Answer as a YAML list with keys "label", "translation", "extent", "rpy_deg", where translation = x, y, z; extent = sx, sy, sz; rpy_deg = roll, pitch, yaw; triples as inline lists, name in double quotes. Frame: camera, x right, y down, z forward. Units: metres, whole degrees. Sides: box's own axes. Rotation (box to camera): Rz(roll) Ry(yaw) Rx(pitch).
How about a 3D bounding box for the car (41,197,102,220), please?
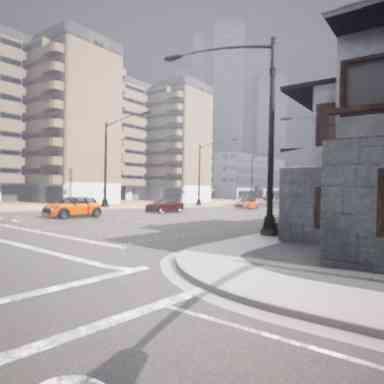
- label: "car"
  translation: [-9.451, 1.153, 26.319]
  extent: [2.097, 1.767, 4.553]
  rpy_deg: [2, 0, 36]

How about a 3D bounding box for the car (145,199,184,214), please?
- label: "car"
  translation: [-2.856, 1.468, 35.323]
  extent: [1.882, 1.535, 5.008]
  rpy_deg: [2, 0, 36]

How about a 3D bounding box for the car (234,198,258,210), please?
- label: "car"
  translation: [8.254, 1.766, 50.406]
  extent: [2.097, 1.767, 4.553]
  rpy_deg: [2, 0, 37]
